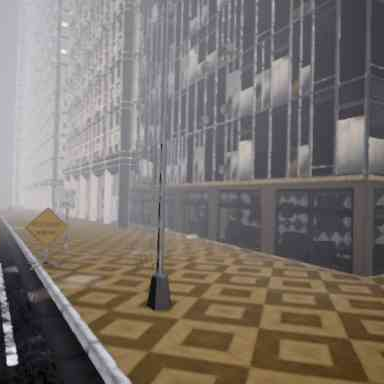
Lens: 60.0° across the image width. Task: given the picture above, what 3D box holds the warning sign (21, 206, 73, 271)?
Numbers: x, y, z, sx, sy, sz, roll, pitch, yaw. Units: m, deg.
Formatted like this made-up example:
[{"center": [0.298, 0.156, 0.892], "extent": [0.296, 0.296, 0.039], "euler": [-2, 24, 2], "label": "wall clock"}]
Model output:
[{"center": [-4.590, 1.401, 10.517], "extent": [1.300, 1.860, 1.060], "euler": [3, -2, -31], "label": "warning sign"}]
